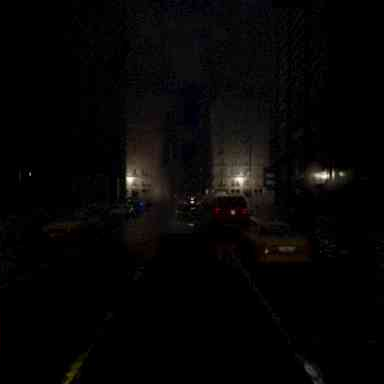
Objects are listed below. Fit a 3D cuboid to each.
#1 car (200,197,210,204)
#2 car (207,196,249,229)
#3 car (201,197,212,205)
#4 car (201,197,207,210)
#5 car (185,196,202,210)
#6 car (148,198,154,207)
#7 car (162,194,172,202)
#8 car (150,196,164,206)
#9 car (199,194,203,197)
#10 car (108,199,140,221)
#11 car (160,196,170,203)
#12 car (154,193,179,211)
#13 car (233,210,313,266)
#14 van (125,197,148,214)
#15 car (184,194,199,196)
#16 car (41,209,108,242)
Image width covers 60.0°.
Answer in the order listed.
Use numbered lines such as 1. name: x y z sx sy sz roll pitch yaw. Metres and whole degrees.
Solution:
1. car: 2.642 1.649 67.646 1.887 1.381 4.507 0 0 0
2. car: 2.385 1.283 22.026 2.150 2.045 5.566 0 0 0
3. car: 2.644 1.684 62.006 1.802 1.307 4.206 0 0 0
4. car: 2.650 1.643 45.088 2.008 1.369 4.403 0 0 0
5. car: 0.020 1.640 45.650 2.033 1.411 5.357 0 0 0
6. car: -5.877 1.678 50.747 1.802 1.307 4.206 0 0 0
7. car: -5.888 1.423 78.948 2.192 1.841 5.009 0 0 0
8. car: -5.880 1.539 56.389 1.967 1.590 4.097 0 0 0
9. car: 2.646 1.540 56.367 1.967 1.590 4.097 0 0 0
10. car: -5.871 1.591 28.016 1.752 1.417 4.829 0 0 0
11. car: -5.886 1.672 73.307 1.947 1.339 4.313 0 0 0
12. car: -3.110 1.309 41.566 2.150 2.045 5.566 0 0 0
13. car: 2.663 1.552 11.461 1.752 1.417 4.829 0 0 1
14. van: -5.872 1.419 33.828 1.690 1.788 3.998 0 0 0
15. car: -0.023 1.593 60.538 2.128 1.511 4.902 0 0 0
16. car: -5.873 1.564 16.703 1.752 1.417 4.829 0 0 1
